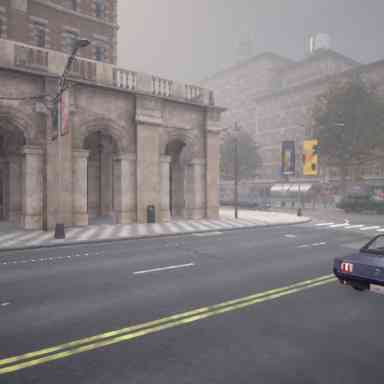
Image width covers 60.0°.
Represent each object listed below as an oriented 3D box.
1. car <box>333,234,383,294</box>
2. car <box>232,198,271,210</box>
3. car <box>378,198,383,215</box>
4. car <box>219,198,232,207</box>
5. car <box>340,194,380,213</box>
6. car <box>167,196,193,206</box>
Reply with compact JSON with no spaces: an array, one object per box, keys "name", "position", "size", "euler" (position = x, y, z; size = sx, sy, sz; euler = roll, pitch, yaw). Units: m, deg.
[{"name":"car","position":[5.426,1.601,7.762],"size":[4.718,1.301,1.895],"euler":[0,0,-36]},{"name":"car","position":[7.904,1.491,42.378],"size":[2.128,1.511,4.902],"euler":[0,0,-36]},{"name":"car","position":[18.646,1.477,27.541],"size":[1.882,1.535,5.008],"euler":[0,0,-36]},{"name":"car","position":[6.229,1.547,50.659],"size":[2.033,1.411,5.357],"euler":[0,0,-36]},{"name":"car","position":[18.131,1.224,34.218],"size":[2.150,2.045,5.566],"euler":[0,0,-36]},{"name":"car","position":[-2.026,1.478,56.107],"size":[1.882,1.535,5.008],"euler":[0,0,-36]}]
